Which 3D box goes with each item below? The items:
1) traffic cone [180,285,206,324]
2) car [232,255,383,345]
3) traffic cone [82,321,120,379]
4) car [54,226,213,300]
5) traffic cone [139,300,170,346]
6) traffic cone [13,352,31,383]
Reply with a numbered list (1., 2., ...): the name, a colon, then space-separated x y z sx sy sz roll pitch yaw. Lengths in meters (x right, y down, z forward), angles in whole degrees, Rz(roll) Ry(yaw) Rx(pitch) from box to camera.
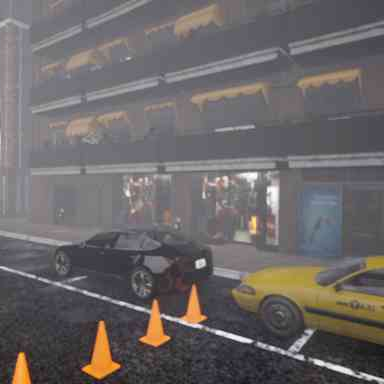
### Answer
1. traffic cone: 0.026 1.907 5.777 0.340 0.580 0.340 1 1 35
2. car: 2.950 1.522 4.892 4.829 1.417 1.752 1 1 35
3. traffic cone: -1.129 1.907 4.144 0.340 0.580 0.340 1 1 35
4. car: -1.523 1.478 8.056 4.313 1.339 1.947 1 1 35
5. traffic cone: -0.552 1.907 4.961 0.340 0.580 0.340 1 1 35
6. traffic cone: -1.707 1.906 3.328 0.340 0.580 0.340 1 1 35
